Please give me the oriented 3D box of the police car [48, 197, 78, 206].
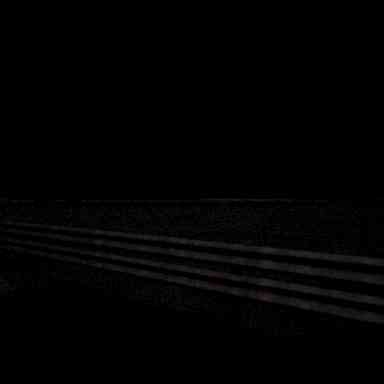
[{"bbox_3d":[-23.028,1.721,59.681,5.238,1.638,1.930,0,0,3],"label":"police car"}]
